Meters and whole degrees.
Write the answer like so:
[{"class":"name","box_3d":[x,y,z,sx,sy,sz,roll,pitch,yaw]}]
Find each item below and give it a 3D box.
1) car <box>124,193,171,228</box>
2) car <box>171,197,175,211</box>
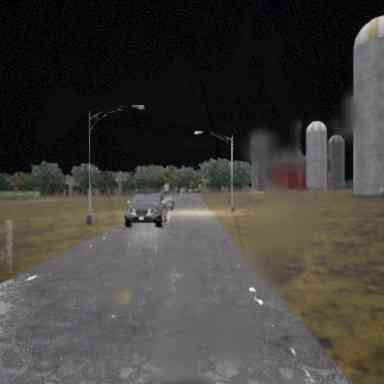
[{"class":"car","box_3d":[-2.791,1.087,21.208,2.150,2.045,5.566,0,0,0]},{"class":"car","box_3d":[-2.775,1.169,34.398,2.128,1.511,4.902,0,1,0]}]
